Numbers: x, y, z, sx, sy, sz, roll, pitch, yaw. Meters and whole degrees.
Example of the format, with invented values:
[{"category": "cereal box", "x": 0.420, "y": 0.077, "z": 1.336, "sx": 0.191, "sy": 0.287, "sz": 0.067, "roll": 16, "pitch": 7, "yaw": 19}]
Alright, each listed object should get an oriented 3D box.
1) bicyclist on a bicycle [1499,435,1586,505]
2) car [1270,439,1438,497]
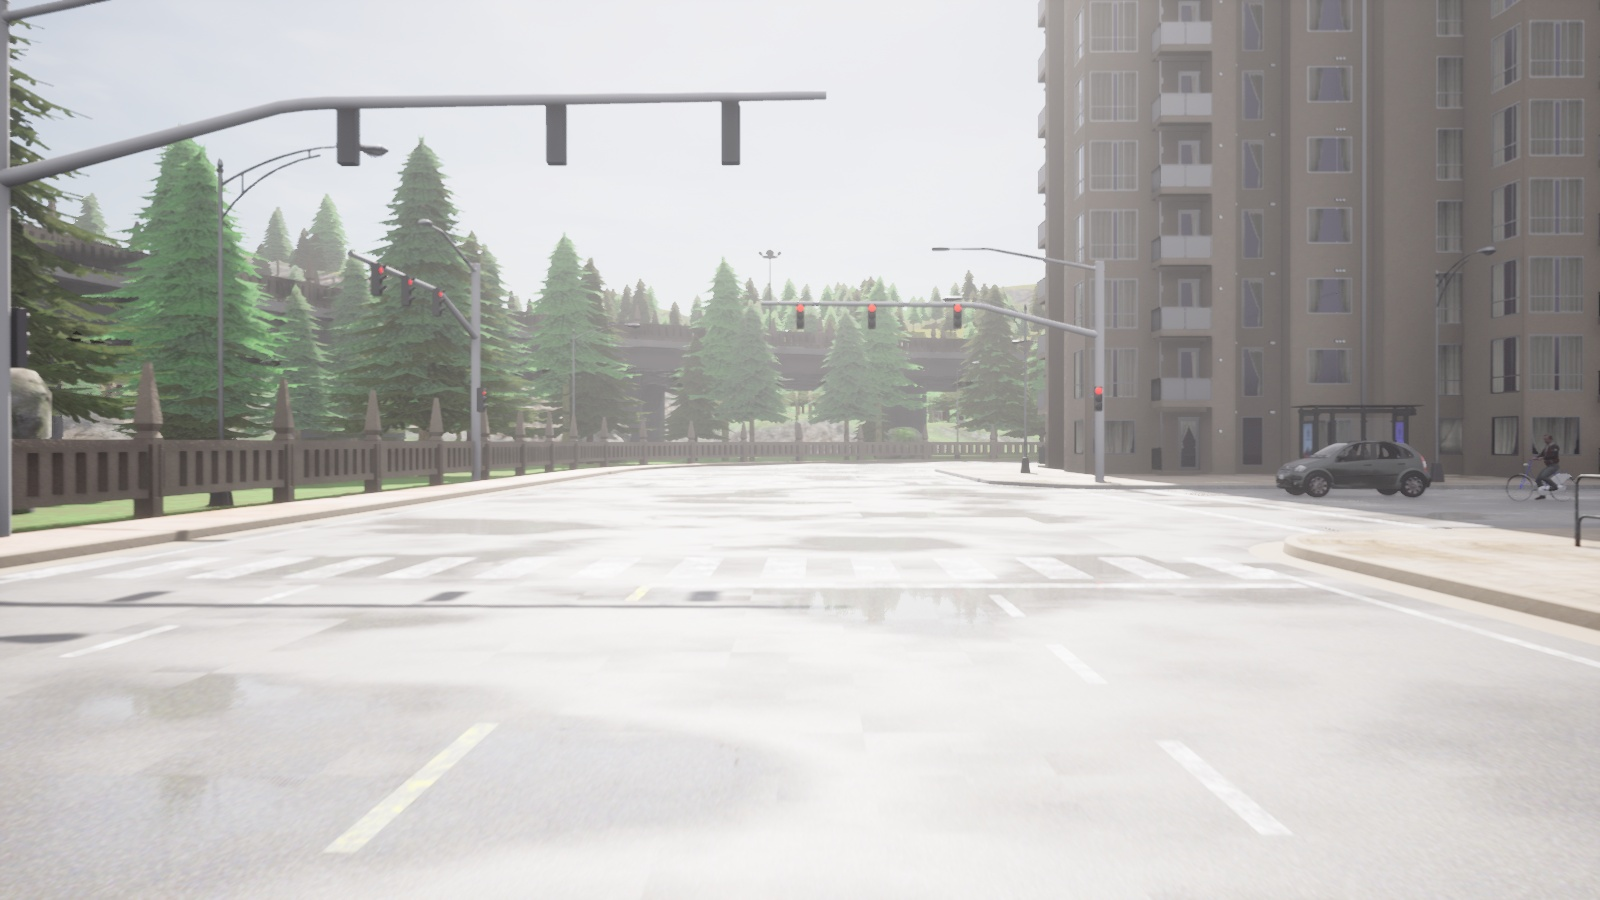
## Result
[{"category": "bicyclist on a bicycle", "x": 19.223, "y": 0.506, "z": 32.532, "sx": 1.843, "sy": 1.776, "sz": 0.659, "roll": 0, "pitch": 0, "yaw": -1}, {"category": "car", "x": 15.816, "y": 0.511, "z": 35.998, "sx": 3.988, "sy": 1.617, "sz": 1.851, "roll": 0, "pitch": 0, "yaw": 0}]
